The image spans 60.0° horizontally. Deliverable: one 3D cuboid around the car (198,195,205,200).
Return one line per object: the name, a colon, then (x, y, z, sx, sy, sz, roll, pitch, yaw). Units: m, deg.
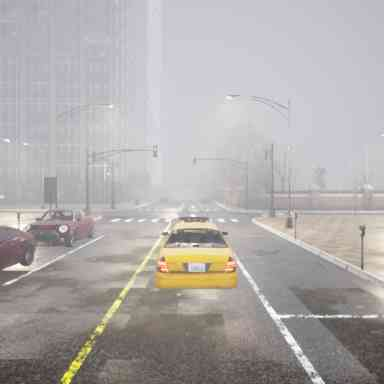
car: (2.592, 1.411, 91.402, 1.887, 1.381, 4.507, 0, 0, 0)

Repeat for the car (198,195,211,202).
car: (2.682, 1.492, 63.605, 1.947, 1.339, 4.313, 0, 0, 0)

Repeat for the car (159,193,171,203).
car: (-5.911, 1.485, 69.095, 1.947, 1.339, 4.313, 0, 0, 0)

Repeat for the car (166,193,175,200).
car: (-5.933, 1.181, 91.337, 2.192, 1.841, 5.009, 0, 0, 0)

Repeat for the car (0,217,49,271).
car: (-5.700, 1.579, 8.879, 1.802, 1.307, 4.206, 0, 0, 0)

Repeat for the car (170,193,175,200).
car: (-5.928, 1.323, 85.779, 1.967, 1.590, 4.097, 0, 0, 0)

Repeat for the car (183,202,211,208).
car: (0.095, 1.535, 19.344, 2.033, 1.411, 5.357, 0, 0, 0)

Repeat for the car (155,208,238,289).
car: (0.089, 1.454, 9.081, 1.801, 1.575, 5.366, 0, 0, 0)

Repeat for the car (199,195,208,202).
car: (2.609, 1.454, 74.720, 1.887, 1.381, 4.507, 0, 0, 0)

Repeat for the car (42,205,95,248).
car: (-5.706, 1.433, 14.572, 1.967, 1.590, 4.097, 0, 0, 0)

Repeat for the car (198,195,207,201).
car: (2.603, 1.448, 80.280, 2.008, 1.369, 4.403, 0, 0, 0)
